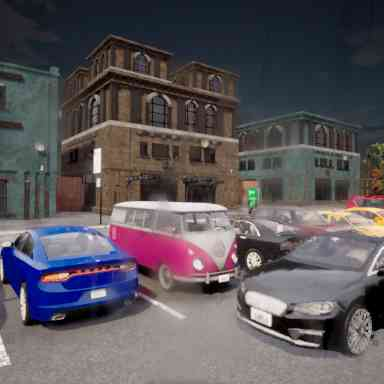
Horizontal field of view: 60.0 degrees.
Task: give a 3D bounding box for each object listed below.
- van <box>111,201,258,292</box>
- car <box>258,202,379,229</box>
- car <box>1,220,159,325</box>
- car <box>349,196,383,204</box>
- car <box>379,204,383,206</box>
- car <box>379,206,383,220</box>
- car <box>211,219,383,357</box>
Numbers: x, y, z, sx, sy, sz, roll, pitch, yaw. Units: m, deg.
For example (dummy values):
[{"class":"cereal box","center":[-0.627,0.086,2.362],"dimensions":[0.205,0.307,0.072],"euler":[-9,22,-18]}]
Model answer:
[{"class":"van","center":[-0.608,1.256,8.875],"dimensions":[1.878,1.987,4.442],"euler":[0,0,-36]},{"class":"car","center":[3.935,1.356,12.307],"dimensions":[2.185,1.767,4.553],"euler":[0,0,-36]},{"class":"car","center":[-2.937,1.480,7.346],"dimensions":[2.097,1.535,5.008],"euler":[0,0,-36]},{"class":"car","center":[10.660,1.230,17.043],"dimensions":[2.435,2.045,5.566],"euler":[0,0,-36]},{"class":"car","center":[8.376,1.481,15.451],"dimensions":[2.097,1.535,5.008],"euler":[0,0,-36]},{"class":"car","center":[6.223,1.479,13.677],"dimensions":[1.946,1.575,5.366],"euler":[0,0,-36]},{"class":"car","center":[2.965,1.493,6.116],"dimensions":[4.902,1.511,2.128],"euler":[0,0,-36]}]
